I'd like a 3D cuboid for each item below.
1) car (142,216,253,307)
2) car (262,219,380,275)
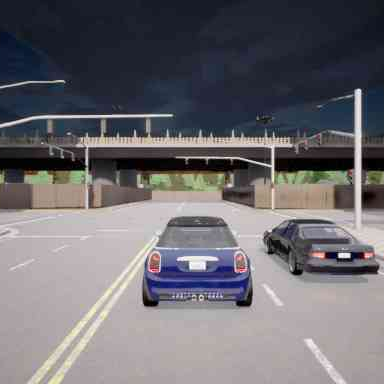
[{"bbox_3d":[0.104,1.352,8.159,2.097,1.767,4.553,0,0,0],"label":"car"},{"bbox_3d":[3.605,1.547,10.378,2.033,1.411,5.357,0,0,0],"label":"car"}]
